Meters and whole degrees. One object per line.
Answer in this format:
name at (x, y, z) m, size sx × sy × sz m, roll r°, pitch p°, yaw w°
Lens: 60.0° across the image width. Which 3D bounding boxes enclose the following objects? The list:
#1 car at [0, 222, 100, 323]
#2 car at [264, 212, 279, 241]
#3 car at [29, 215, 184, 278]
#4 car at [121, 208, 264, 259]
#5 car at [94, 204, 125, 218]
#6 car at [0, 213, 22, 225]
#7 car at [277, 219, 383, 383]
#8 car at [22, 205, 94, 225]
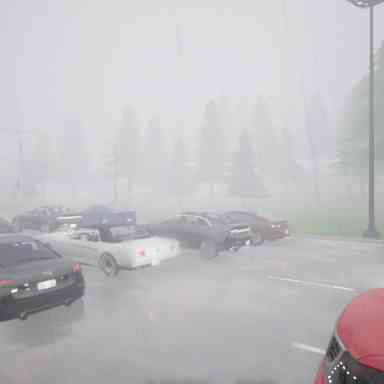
car at (-4.140, 1.564, 6.900) m, size 4.181 × 1.385 × 1.994 m, roll 0°, pitch 0°, yaw 35°
car at (2.121, 1.526, 15.342) m, size 4.674 × 1.442 × 1.812 m, roll 0°, pitch 0°, yaw 36°
car at (-2.773, 1.601, 10.235) m, size 4.718 × 1.301 × 1.895 m, roll 0°, pitch 0°, yaw 36°
car at (-0.089, 1.492, 12.620) m, size 4.902 × 1.511 × 2.128 m, roll 0°, pitch 0°, yaw 36°
car at (-5.672, 1.477, 20.917) m, size 5.008 × 1.535 × 1.882 m, roll 0°, pitch 0°, yaw 36°
car at (-10.086, 1.564, 15.458) m, size 4.181 × 1.385 × 1.994 m, roll 0°, pitch 0°, yaw 36°
car at (3.454, 1.222, 1.416) m, size 5.566 × 2.045 × 2.150 m, roll 0°, pitch 0°, yaw 37°
car at (-7.980, 1.492, 18.261) m, size 4.902 × 1.511 × 2.128 m, roll 0°, pitch 0°, yaw 36°
